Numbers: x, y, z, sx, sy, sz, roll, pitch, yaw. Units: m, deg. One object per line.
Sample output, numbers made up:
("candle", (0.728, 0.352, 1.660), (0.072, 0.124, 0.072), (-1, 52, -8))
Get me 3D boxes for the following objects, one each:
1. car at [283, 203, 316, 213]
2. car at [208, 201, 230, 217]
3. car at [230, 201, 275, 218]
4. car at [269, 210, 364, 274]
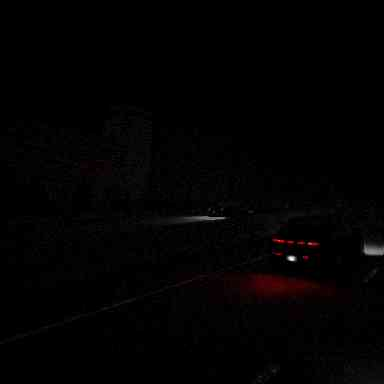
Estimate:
("car", (9.510, 1.677, 29.114), (1.994, 1.385, 4.181), (0, -1, 39))
("car", (3.497, 1.629, 32.802), (1.812, 1.442, 4.674), (0, -1, 39))
("car", (5.757, 1.574, 30.020), (1.882, 1.535, 5.008), (0, 0, 39))
("car", (4.200, 1.543, 10.878), (1.837, 1.490, 4.892), (0, 0, 38))
